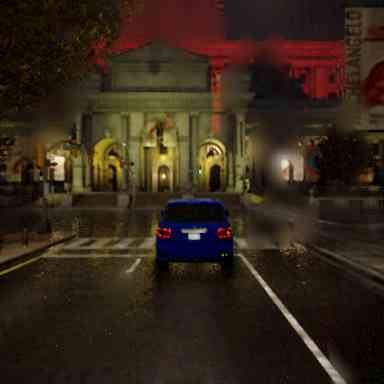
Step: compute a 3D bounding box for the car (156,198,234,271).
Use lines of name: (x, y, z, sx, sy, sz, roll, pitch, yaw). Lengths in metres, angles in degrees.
car: (0.110, 1.219, 11.100, 2.150, 2.045, 5.566, 0, 0, 1)
